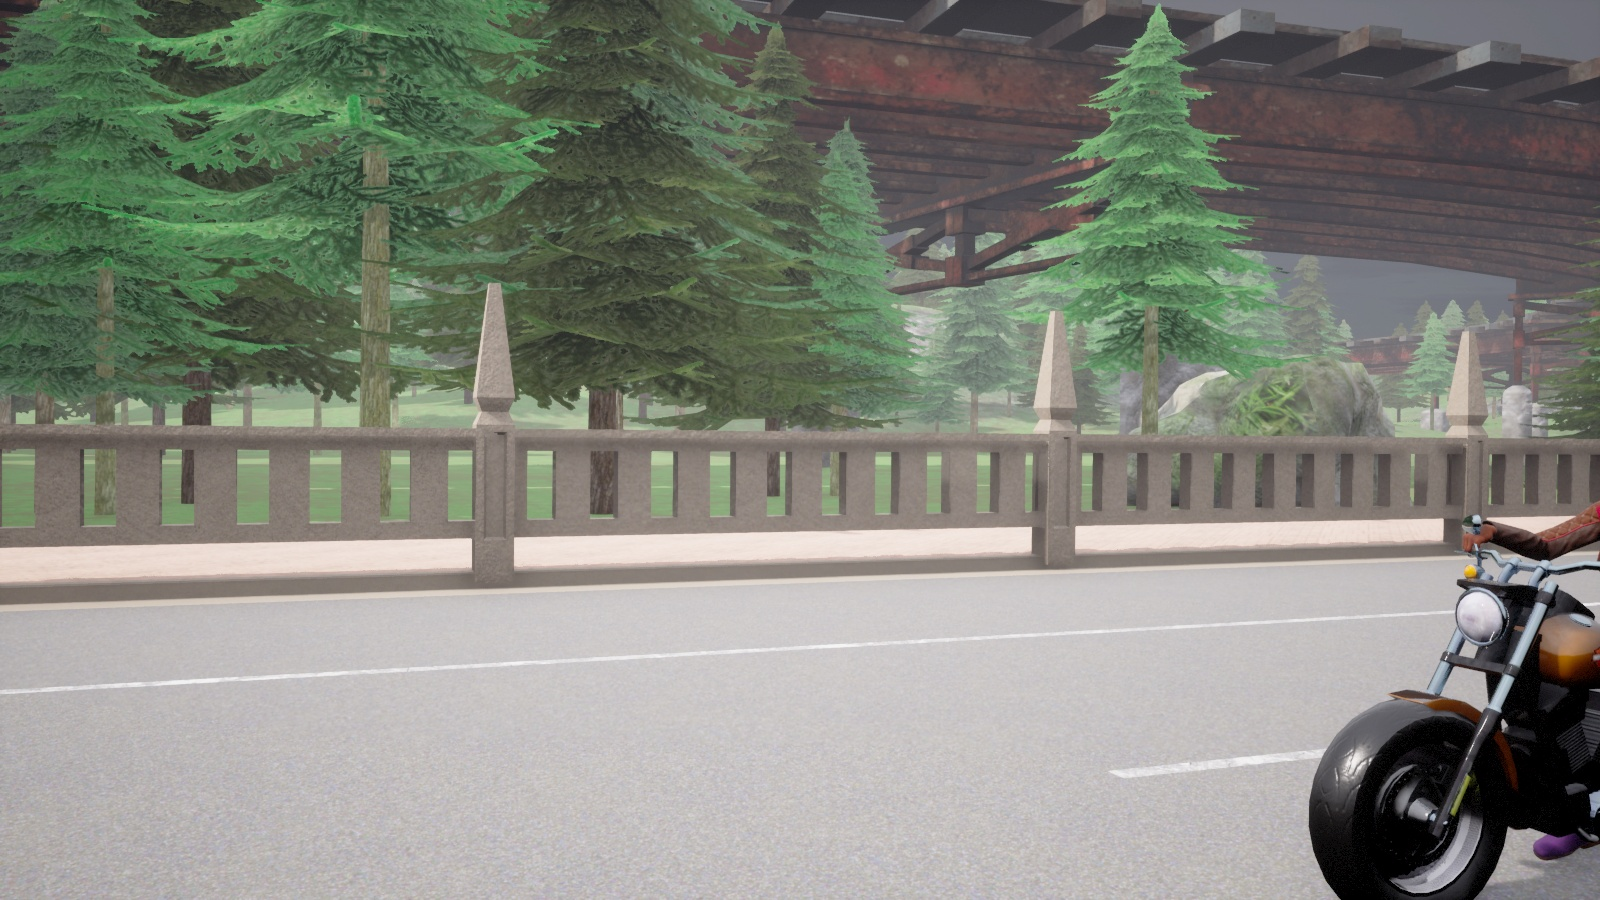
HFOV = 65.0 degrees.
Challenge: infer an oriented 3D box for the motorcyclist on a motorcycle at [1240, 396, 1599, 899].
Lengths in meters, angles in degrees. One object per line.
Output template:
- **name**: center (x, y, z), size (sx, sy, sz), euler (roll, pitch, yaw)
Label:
- **motorcyclist on a motorcycle**: center (2.716, 0.650, 4.271), size (2.350, 1.649, 0.766), euler (-1, 1, -21)
